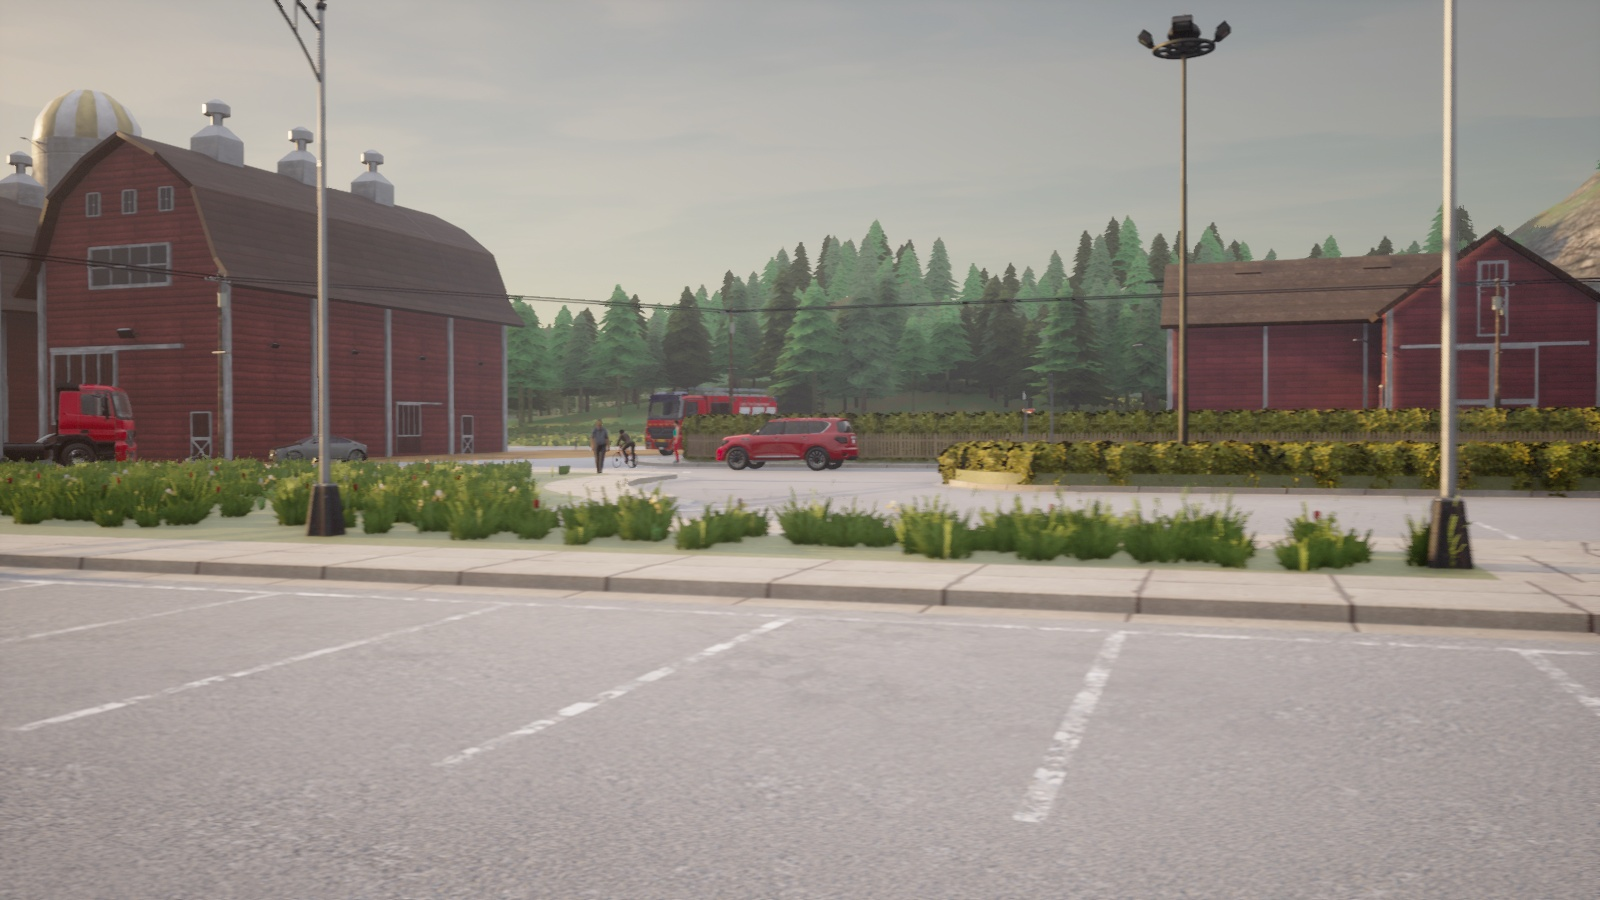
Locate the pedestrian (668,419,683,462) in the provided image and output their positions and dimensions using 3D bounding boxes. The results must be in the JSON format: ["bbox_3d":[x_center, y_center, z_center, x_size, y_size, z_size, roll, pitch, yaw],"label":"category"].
[{"bbox_3d":[-5.395,-0.415,54.494,0.594,1.836,0.345,0,1,-1],"label":"pedestrian"}]

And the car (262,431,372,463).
[{"bbox_3d":[-21.551,-0.157,56.126,4.181,1.385,1.994,-1,1,-37],"label":"car"}]

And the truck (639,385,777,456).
[{"bbox_3d":[-5.140,-1.658,71.866,2.891,3.827,8.468,1,1,38],"label":"truck"}]

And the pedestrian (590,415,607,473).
[{"bbox_3d":[-6.496,-0.191,40.481,0.540,1.848,0.694,0,1,-11],"label":"pedestrian"}]

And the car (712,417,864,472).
[{"bbox_3d":[-0.469,-0.245,49.278,5.566,2.045,2.150,1,1,19],"label":"car"}]

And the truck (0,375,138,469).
[{"bbox_3d":[-29.846,-1.057,47.710,7.936,3.462,2.891,0,1,-20],"label":"truck"}]

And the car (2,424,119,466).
[{"bbox_3d":[-29.731,-0.226,50.524,3.988,1.617,1.851,-1,1,-32],"label":"car"}]
